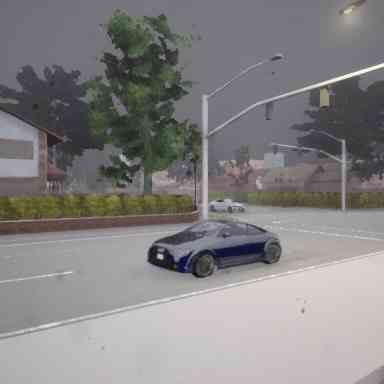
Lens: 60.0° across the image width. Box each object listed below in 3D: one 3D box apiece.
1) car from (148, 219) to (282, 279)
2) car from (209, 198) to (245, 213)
[{"bbox_3d":[0.782,1.539,10.056,4.181,1.385,1.994,0,0,-35],"label":"car"},{"bbox_3d":[3.737,1.435,36.320,1.812,1.442,4.674,0,0,-36],"label":"car"}]
